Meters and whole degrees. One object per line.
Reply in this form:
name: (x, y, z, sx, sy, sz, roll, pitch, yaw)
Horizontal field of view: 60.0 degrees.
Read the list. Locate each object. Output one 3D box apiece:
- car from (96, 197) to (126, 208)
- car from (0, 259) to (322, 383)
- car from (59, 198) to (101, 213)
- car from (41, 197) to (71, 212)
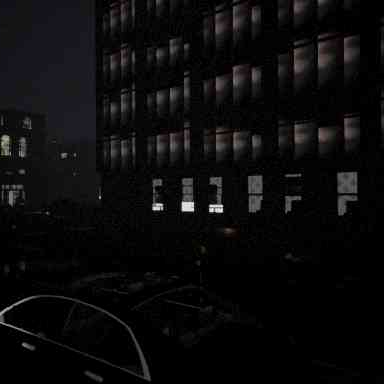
car: (-12.395, 1.643, 51.182, 1.967, 1.590, 4.097, -1, -1, 36)
car: (-0.961, 1.551, 3.562, 4.403, 1.369, 2.008, 0, 0, 35)
car: (-12.177, 1.683, 37.276, 1.802, 1.307, 4.206, -1, -1, 36)
car: (-16.374, 1.489, 41.397, 2.097, 1.767, 4.553, 0, -1, 37)
